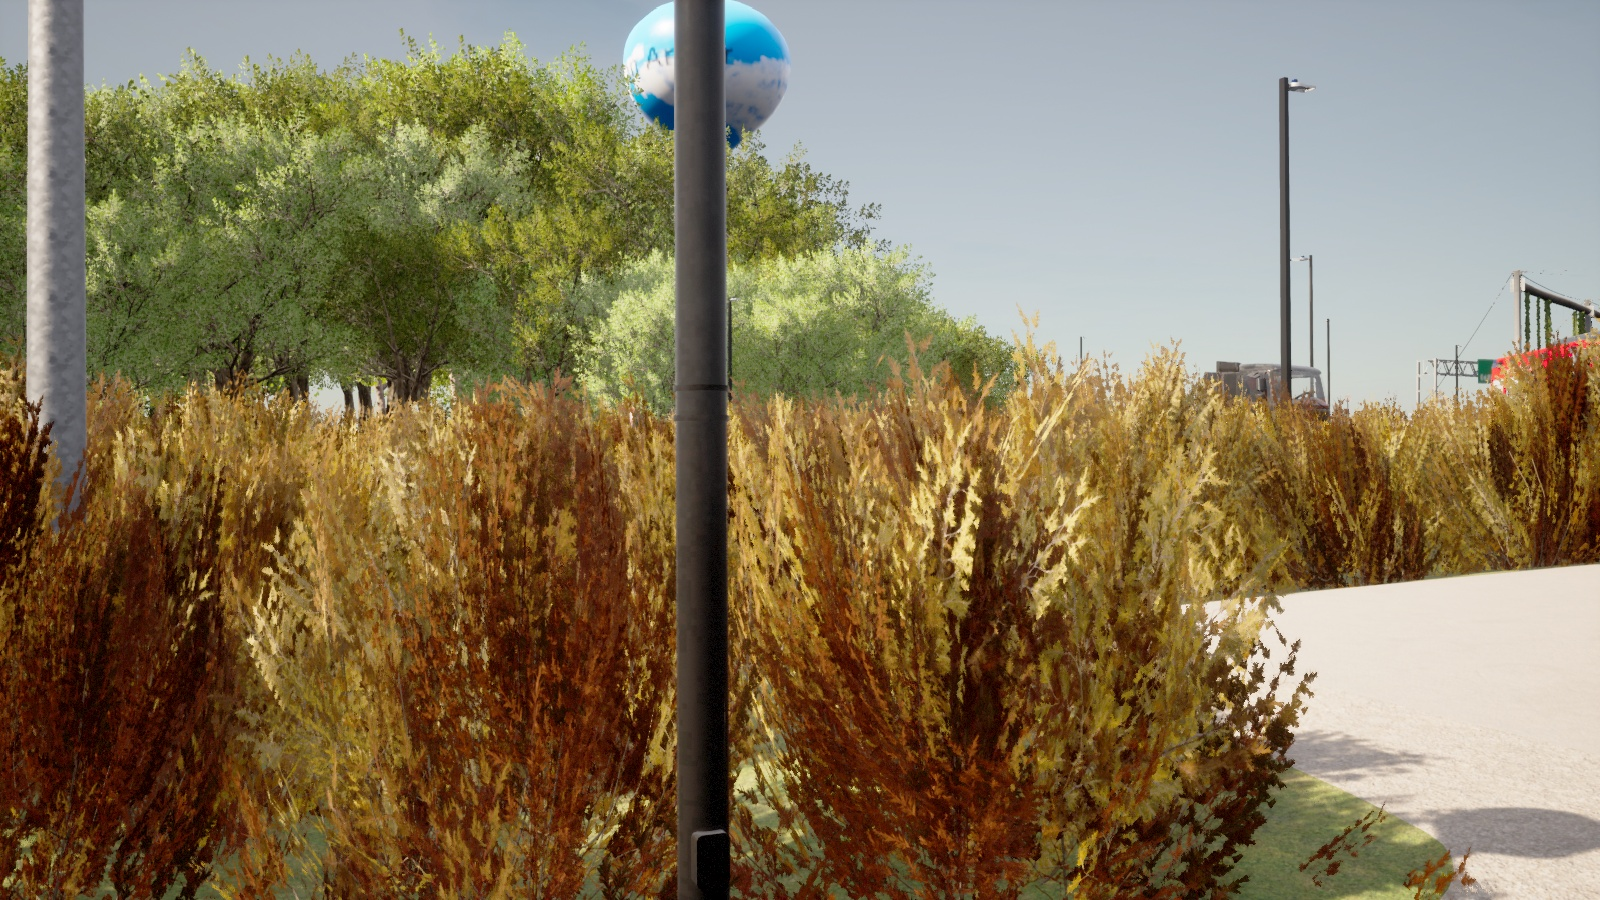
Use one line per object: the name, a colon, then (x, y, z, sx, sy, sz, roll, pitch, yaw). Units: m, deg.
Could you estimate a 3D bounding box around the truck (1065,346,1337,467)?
truck: (12.521, -1.217, 39.986, 2.891, 3.462, 7.936, -1, 0, -38)
